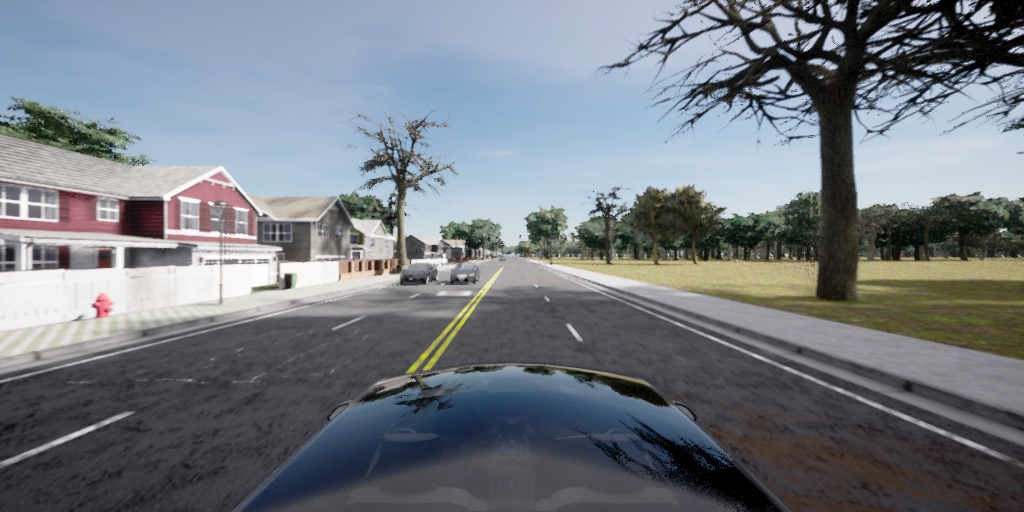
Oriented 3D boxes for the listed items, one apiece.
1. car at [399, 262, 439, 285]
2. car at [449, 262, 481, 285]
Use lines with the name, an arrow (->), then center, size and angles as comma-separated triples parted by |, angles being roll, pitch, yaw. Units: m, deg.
car -> -6.594, 1.223, 25.889 | 1.882, 1.535, 5.008 | 0, 0, 0
car -> -3.343, 1.236, 26.270 | 2.128, 1.511, 4.902 | 0, 0, 0
